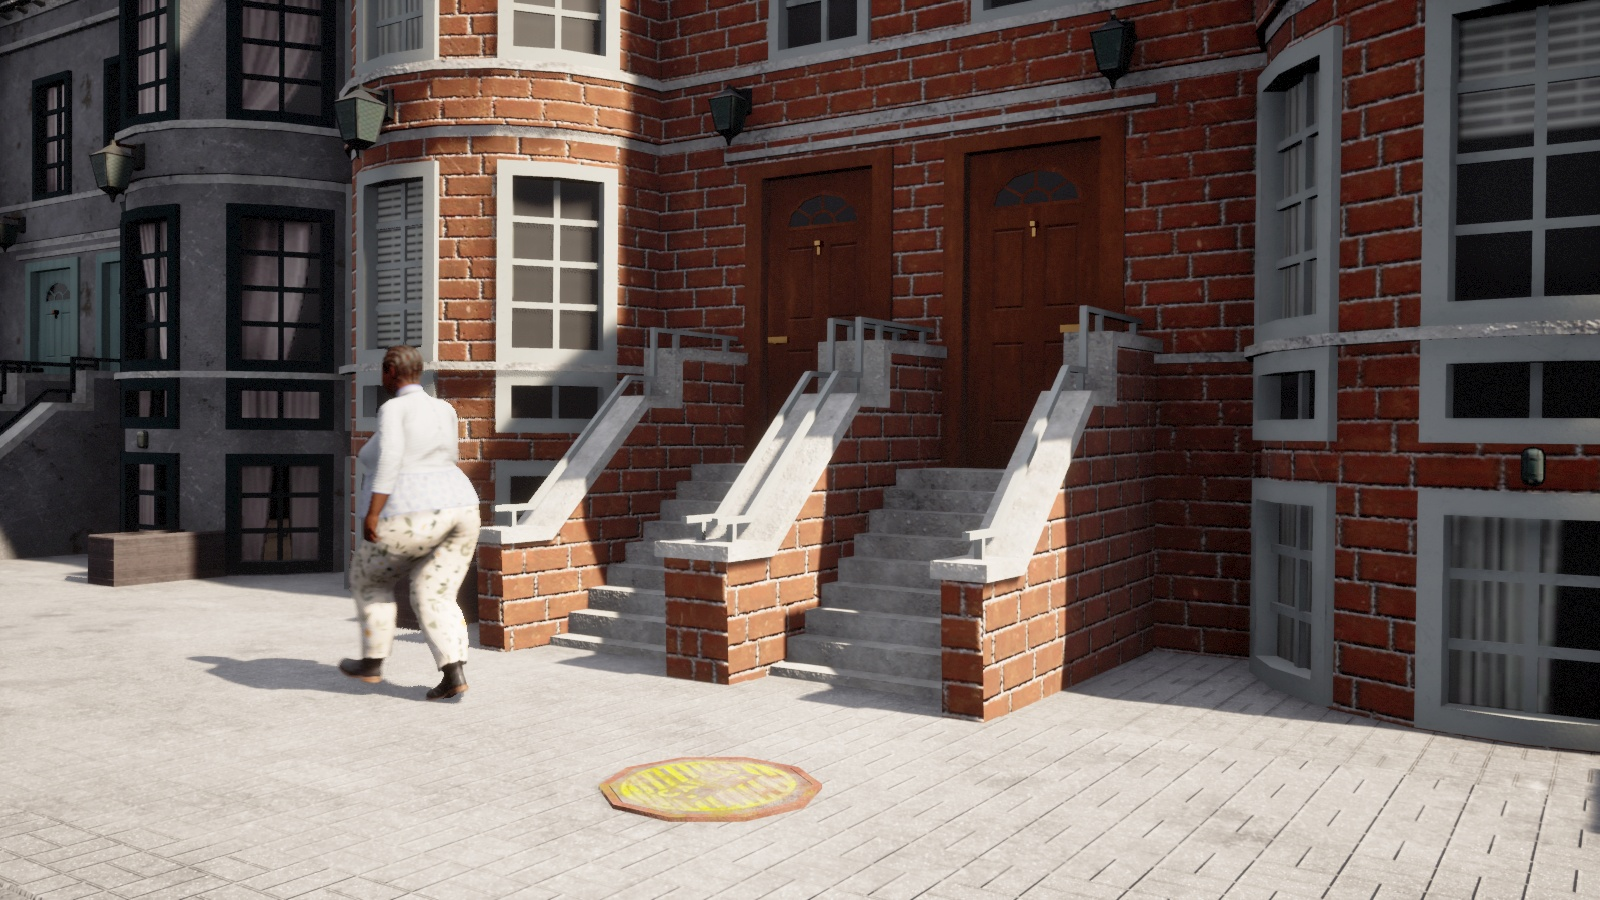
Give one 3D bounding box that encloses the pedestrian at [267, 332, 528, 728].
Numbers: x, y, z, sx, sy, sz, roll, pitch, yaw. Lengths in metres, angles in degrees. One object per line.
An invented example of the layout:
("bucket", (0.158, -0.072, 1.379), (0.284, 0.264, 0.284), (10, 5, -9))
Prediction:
("pedestrian", (-2.055, 0.369, 6.471), (0.900, 1.855, 0.874), (0, 1, 29))
